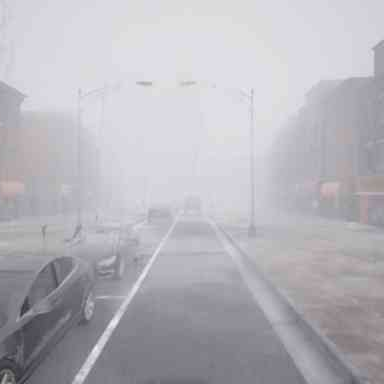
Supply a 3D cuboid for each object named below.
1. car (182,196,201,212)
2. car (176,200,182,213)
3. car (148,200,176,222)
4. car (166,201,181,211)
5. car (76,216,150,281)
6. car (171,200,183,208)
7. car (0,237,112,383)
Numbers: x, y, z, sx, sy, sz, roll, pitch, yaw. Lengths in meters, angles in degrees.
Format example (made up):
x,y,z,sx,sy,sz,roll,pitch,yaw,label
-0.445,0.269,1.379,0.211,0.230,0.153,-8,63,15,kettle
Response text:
x,y,z,sx,sy,sz,roll,pitch,yaw,label
0.031,1.596,44.651,2.150,2.045,5.566,0,-1,0,car
-2.613,1.956,42.704,1.802,1.307,4.206,0,0,0,car
-2.732,1.736,29.344,1.882,1.535,5.008,0,-1,0,car
-2.610,1.988,48.156,1.947,1.339,4.313,0,0,0,car
-2.634,1.640,9.993,2.008,1.369,4.403,0,-1,0,car
-2.603,2.082,59.060,1.947,1.339,4.313,0,0,0,car
-2.637,1.607,4.541,1.947,1.339,4.313,0,-1,0,car
